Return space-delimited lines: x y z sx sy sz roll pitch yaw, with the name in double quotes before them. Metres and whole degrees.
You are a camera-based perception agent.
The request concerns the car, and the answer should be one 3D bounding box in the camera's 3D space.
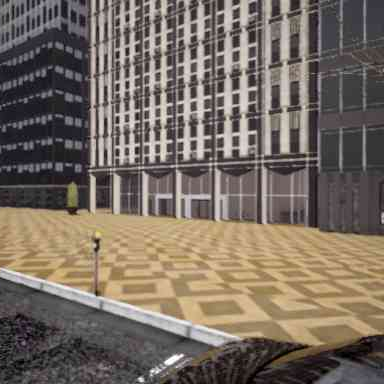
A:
"car" 1.527 1.568 1.790 4.313 1.339 1.947 1 0 35
